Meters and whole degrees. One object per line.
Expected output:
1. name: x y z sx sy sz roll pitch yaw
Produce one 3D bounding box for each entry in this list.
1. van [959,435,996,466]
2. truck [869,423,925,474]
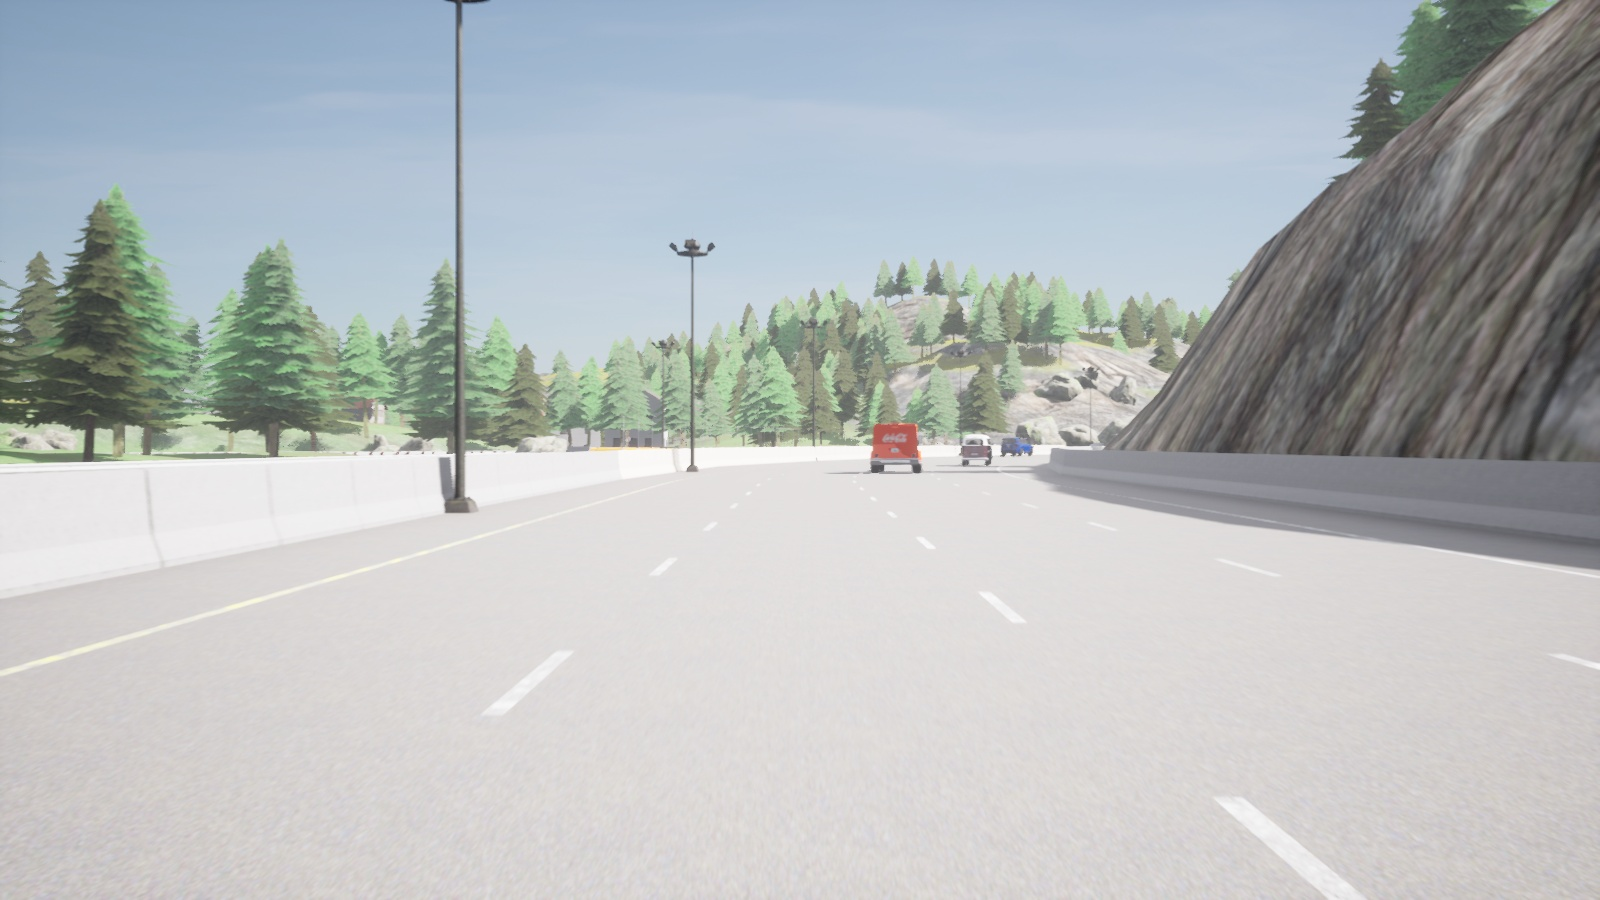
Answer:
1. van: 11.821 0.017 83.291 2.069 2.038 4.480 0 0 13
2. truck: 4.981 -0.091 63.983 2.627 2.467 5.204 0 0 7
